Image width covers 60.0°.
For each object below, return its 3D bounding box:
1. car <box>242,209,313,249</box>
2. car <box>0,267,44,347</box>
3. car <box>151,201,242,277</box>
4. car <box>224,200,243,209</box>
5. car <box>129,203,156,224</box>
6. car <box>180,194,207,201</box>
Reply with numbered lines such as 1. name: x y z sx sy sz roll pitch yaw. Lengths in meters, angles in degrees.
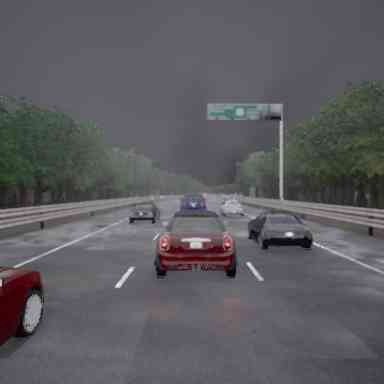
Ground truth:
1. car: 3.605 1.529 14.296 1.994 1.385 4.181 0 0 0
2. car: -3.400 1.468 3.562 1.882 1.535 5.008 0 0 0
3. car: 0.104 1.326 10.352 2.097 1.767 4.553 0 0 0
4. car: 3.609 1.462 30.773 1.812 1.442 4.674 0 0 0
5. car: -3.391 1.492 24.545 2.033 1.411 5.357 0 0 0
6. car: 0.110 1.160 28.985 2.150 2.045 5.566 0 0 0
